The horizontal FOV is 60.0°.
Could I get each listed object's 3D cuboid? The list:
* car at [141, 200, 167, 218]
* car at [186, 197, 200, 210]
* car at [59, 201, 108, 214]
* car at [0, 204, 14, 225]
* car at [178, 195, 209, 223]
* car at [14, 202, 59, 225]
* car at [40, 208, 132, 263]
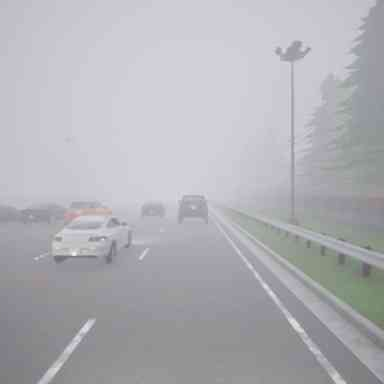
[{"bbox_3d":[-3.397,1.482,30.235,1.882,1.535,5.008,0,0,0],"label":"car"},{"bbox_3d":[0.105,1.511,44.872,1.837,1.490,4.892,0,0,0],"label":"car"},{"bbox_3d":[-6.897,1.355,22.510,2.097,1.767,4.553,0,0,0],"label":"car"},{"bbox_3d":[-13.896,1.564,23.890,1.994,1.385,4.181,0,0,0],"label":"car"},{"bbox_3d":[0.114,1.225,25.981,2.150,2.045,5.566,0,0,0],"label":"car"},{"bbox_3d":[-10.396,1.479,23.982,1.882,1.535,5.008,0,0,0],"label":"car"},{"bbox_3d":[-3.398,1.527,11.891,1.812,1.442,4.674,0,0,0],"label":"car"}]
